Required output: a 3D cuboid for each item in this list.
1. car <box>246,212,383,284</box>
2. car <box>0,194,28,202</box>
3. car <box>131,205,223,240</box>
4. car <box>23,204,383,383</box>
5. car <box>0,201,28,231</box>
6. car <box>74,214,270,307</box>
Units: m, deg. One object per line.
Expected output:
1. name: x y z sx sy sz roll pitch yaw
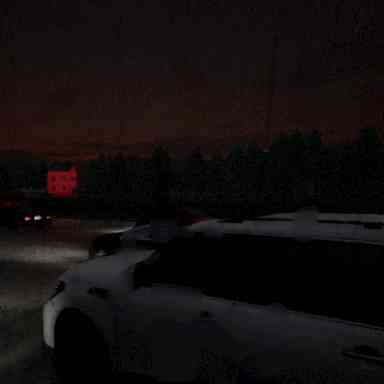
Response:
1. car: 4.253 1.474 9.557 5.008 1.535 1.882 0 0 36
2. car: -16.185 1.161 28.433 5.566 2.045 2.150 0 0 36
3. car: -0.881 1.504 17.501 4.674 1.442 1.812 0 0 35
4. car: 0.803 1.220 3.420 5.566 2.045 2.150 0 0 36
5. car: -10.704 1.506 20.225 5.357 1.411 2.033 0 0 35
6. car: -0.691 1.481 8.785 4.902 1.511 2.128 0 0 35
